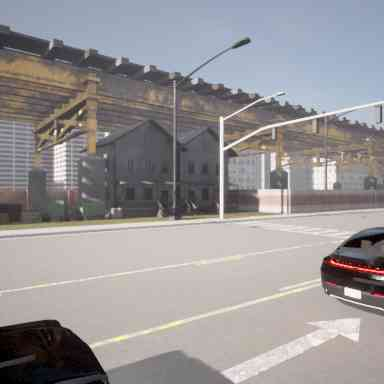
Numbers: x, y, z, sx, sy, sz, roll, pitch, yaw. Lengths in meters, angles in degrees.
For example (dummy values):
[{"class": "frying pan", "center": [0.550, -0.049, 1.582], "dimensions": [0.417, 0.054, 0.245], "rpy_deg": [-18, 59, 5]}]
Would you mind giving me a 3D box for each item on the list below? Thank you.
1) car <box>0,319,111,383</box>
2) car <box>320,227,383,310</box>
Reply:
[{"class": "car", "center": [-2.769, 1.601, 1.774], "dimensions": [4.718, 1.301, 1.895], "rpy_deg": [0, 0, -35]}, {"class": "car", "center": [4.764, 1.505, 7.162], "dimensions": [4.892, 1.490, 1.837], "rpy_deg": [0, 0, -35]}]
